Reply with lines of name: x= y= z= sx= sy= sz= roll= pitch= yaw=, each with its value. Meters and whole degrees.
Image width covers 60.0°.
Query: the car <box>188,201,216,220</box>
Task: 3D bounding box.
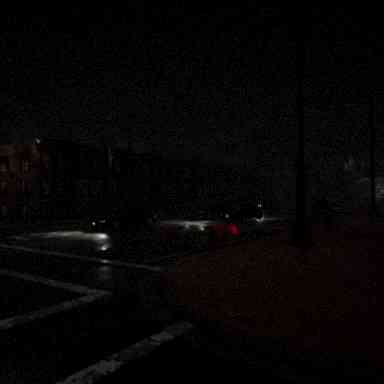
car: x=1.663 y=1.607 z=29.693 sx=1.882 sy=1.535 sz=5.008 roll=-1 pitch=-1 yaw=37

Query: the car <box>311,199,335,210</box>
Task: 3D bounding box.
car: x=17.777 y=1.631 z=45.055 sx=2.033 sy=1.411 sz=5.357 roll=-1 pitch=-1 yaw=37

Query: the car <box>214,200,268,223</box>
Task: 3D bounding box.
car: x=4.029 y=1.608 z=26.713 sx=1.812 sy=1.442 sz=4.674 roll=-1 pitch=-1 yaw=37

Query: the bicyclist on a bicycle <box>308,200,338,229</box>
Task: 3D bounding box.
bicyclist on a bicycle: x=7.550 y=1.293 z=19.245 sx=1.656 sy=1.620 sz=0.582 roll=-1 pitch=-1 yaw=37

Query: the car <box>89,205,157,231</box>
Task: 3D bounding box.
car: x=-4.376 y=1.634 z=21.647 sx=1.837 sy=1.490 sz=4.892 roll=-1 pitch=-1 yaw=37

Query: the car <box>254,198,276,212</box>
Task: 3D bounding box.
car: x=7.775 y=1.482 z=37.822 sx=2.097 sy=1.767 sz=4.553 roll=-1 pitch=-1 yaw=37
